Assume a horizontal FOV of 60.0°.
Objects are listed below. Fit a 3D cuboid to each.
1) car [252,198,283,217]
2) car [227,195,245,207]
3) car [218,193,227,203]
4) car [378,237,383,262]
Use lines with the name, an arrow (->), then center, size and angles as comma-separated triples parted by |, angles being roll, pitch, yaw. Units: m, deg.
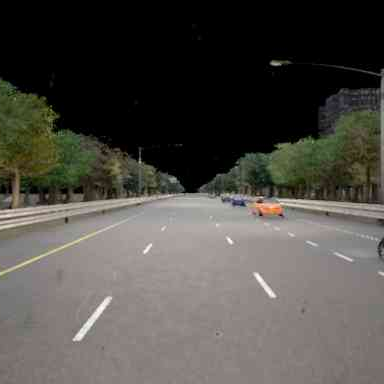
car -> 6.988, 1.360, 31.293 | 2.097, 1.767, 4.553 | 0, 0, 0
car -> 7.001, 1.525, 51.430 | 1.882, 1.535, 5.008 | 0, 0, 0
car -> 7.051, 1.554, 69.854 | 1.837, 1.490, 4.892 | 0, 0, 0
car -> 6.994, 1.535, 8.951 | 1.812, 1.442, 4.674 | 0, 0, 0
